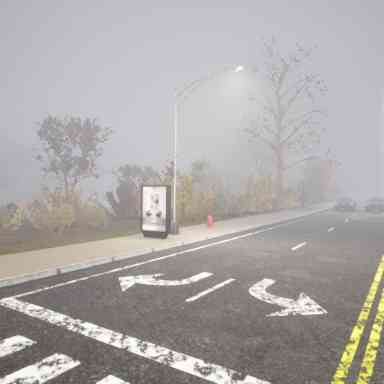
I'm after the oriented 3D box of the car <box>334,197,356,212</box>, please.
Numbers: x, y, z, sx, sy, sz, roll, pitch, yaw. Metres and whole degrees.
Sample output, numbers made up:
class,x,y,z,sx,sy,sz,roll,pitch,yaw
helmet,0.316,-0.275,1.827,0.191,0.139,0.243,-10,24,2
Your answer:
class,x,y,z,sx,sy,sz,roll,pitch,yaw
car,18.438,1.390,39.950,2.097,1.767,4.553,0,0,30

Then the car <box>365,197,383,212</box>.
class,x,y,z,sx,sy,sz,roll,pitch,yaw
car,21.253,1.393,38.326,2.097,1.767,4.553,0,0,30
